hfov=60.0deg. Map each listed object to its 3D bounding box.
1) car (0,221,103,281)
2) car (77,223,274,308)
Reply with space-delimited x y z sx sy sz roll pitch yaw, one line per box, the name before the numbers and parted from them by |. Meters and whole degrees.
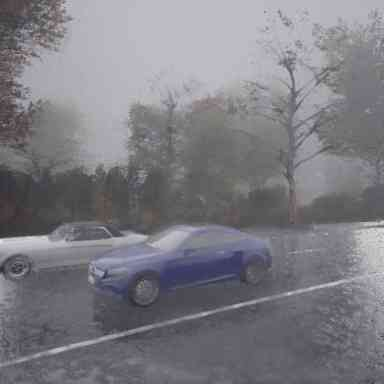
car | -3.561 1.578 9.874 4.718 1.301 1.895 0 0 -34
car | -0.062 1.517 7.964 4.674 1.442 1.812 0 0 -33
